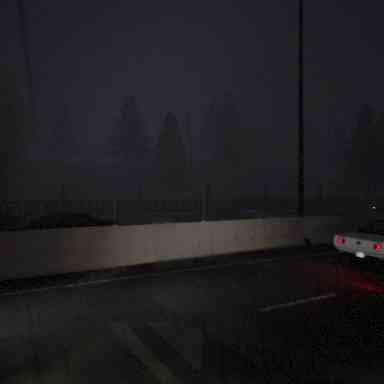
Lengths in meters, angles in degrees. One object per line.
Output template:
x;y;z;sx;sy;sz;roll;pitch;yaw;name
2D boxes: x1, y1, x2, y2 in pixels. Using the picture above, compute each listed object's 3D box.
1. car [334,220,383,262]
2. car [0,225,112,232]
7.028;1.570;10.792;4.718;1.301;1.895;0;0;-24;car
-5.281;1.469;12.575;5.008;1.535;1.882;0;0;-30;car
